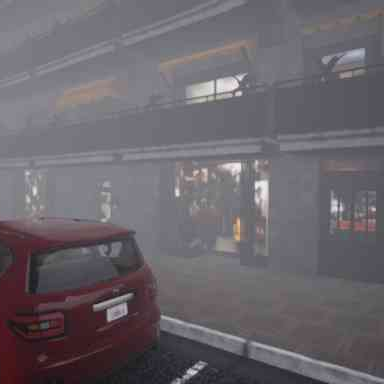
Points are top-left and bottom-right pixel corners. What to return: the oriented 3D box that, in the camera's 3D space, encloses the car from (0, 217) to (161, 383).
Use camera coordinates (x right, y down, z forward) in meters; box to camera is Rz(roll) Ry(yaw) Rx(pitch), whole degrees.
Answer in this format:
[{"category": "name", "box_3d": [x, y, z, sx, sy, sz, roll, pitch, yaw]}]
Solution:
[{"category": "car", "box_3d": [-2.706, 1.307, 4.793, 5.009, 1.841, 2.192, 0, 1, 36]}]
